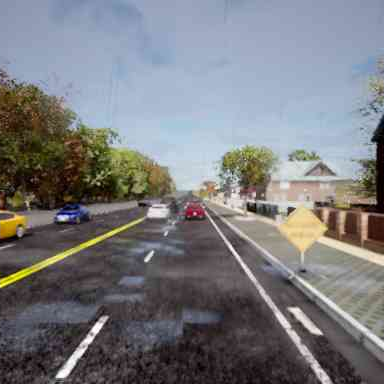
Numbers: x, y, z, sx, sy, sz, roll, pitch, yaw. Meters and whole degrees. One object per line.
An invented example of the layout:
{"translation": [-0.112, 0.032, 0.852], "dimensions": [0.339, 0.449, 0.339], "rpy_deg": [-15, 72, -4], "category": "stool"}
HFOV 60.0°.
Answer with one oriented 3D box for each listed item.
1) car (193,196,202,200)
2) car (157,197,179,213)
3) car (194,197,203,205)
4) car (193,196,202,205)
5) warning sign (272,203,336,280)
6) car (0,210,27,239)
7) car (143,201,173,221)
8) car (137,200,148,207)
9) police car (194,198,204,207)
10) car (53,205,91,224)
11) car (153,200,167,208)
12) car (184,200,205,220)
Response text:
{"translation": [0.367, 1.844, 45.264], "dimensions": [2.097, 1.767, 4.553], "rpy_deg": [0, -1, 0], "category": "car"}
{"translation": [-2.908, 1.685, 43.555], "dimensions": [2.150, 2.045, 5.566], "rpy_deg": [0, 0, 0], "category": "car"}
{"translation": [1.425, 2.188, 78.710], "dimensions": [2.097, 1.767, 4.553], "rpy_deg": [0, -1, 0], "category": "car"}
{"translation": [1.462, 2.119, 84.770], "dimensions": [2.150, 2.045, 5.566], "rpy_deg": [0, -1, 0], "category": "car"}
{"translation": [2.891, 1.226, 8.733], "dimensions": [1.300, 1.860, 1.060], "rpy_deg": [0, 0, 0], "category": "warning sign"}
{"translation": [-9.765, 1.611, 15.703], "dimensions": [1.882, 1.535, 5.008], "rpy_deg": [0, -1, 0], "category": "car"}
{"translation": [-2.983, 1.846, 30.215], "dimensions": [1.812, 1.442, 4.674], "rpy_deg": [0, -1, 0], "category": "car"}
{"translation": [-9.392, 2.269, 64.582], "dimensions": [1.895, 1.301, 4.718], "rpy_deg": [0, -1, 1], "category": "car"}
{"translation": [1.367, 2.164, 68.849], "dimensions": [1.930, 1.638, 5.238], "rpy_deg": [0, -1, 0], "category": "police car"}
{"translation": [-9.643, 1.785, 27.209], "dimensions": [1.812, 1.442, 4.674], "rpy_deg": [0, -1, 1], "category": "car"}
{"translation": [-6.148, 2.225, 64.155], "dimensions": [2.033, 1.411, 5.357], "rpy_deg": [0, -1, 1], "category": "car"}
{"translation": [0.275, 1.835, 32.494], "dimensions": [1.882, 1.535, 5.008], "rpy_deg": [0, -1, 0], "category": "car"}
